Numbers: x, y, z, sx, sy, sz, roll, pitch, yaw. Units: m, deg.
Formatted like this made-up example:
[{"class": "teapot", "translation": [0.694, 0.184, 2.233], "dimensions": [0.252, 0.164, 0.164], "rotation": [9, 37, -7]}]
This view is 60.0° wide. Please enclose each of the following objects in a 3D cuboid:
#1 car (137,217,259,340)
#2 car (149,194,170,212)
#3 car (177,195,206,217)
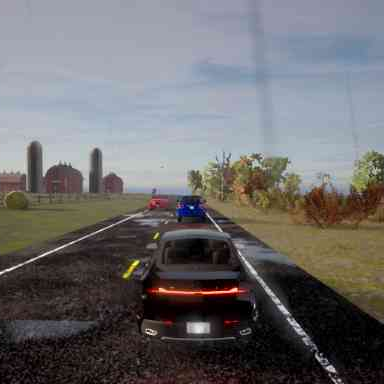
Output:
[{"class": "car", "translation": [0.083, 1.504, 6.710], "dimensions": [1.837, 1.490, 4.892], "rotation": [0, 0, 0]}, {"class": "car", "translation": [-3.815, 1.227, 39.819], "dimensions": [2.150, 2.045, 5.566], "rotation": [0, 0, 0]}, {"class": "car", "translation": [-0.033, 1.220, 26.430], "dimensions": [2.150, 2.045, 5.566], "rotation": [0, 0, -1]}]
